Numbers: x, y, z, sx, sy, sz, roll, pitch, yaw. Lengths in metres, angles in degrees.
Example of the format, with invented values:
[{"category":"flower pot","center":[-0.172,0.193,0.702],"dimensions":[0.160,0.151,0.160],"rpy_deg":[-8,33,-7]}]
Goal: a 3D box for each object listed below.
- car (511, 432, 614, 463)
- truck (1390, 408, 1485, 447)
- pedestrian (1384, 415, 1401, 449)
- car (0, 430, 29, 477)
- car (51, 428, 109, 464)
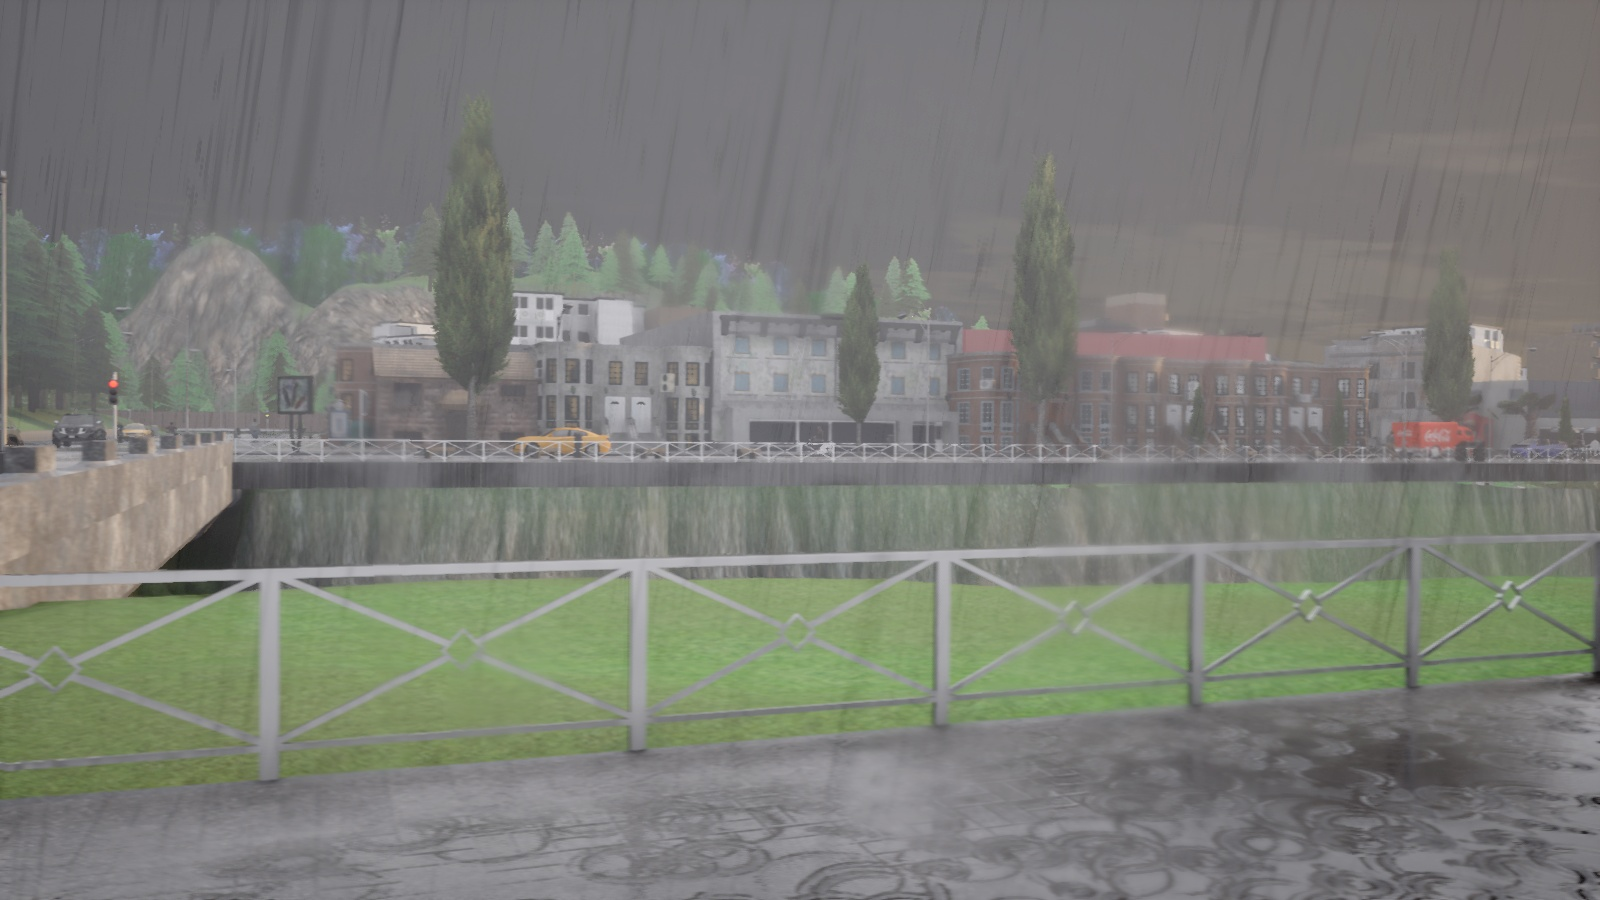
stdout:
[{"category":"car","center":[-12.303,-0.158,65.032],"dimensions":[5.008,1.535,1.882],"rpy_deg":[-1,1,-21]},{"category":"truck","center":[41.084,-1.455,80.997],"dimensions":[5.204,2.467,2.627],"rpy_deg":[-1,1,-21]},{"category":"pedestrian","center":[32.369,-0.962,68.599],"dimensions":[0.694,1.848,0.540],"rpy_deg":[-1,1,-23]},{"category":"car","center":[-32.229,0.163,48.587],"dimensions":[1.932,1.855,4.605],"rpy_deg":[-1,1,-1]},{"category":"car","center":[-42.735,-0.250,74.662],"dimensions":[2.150,2.045,5.566],"rpy_deg":[-1,1,-21]}]
